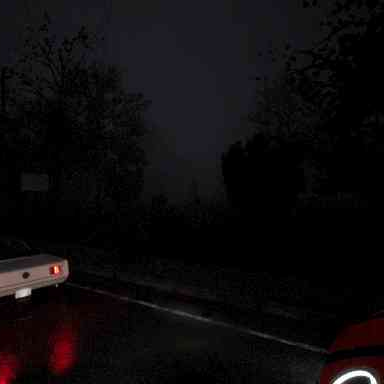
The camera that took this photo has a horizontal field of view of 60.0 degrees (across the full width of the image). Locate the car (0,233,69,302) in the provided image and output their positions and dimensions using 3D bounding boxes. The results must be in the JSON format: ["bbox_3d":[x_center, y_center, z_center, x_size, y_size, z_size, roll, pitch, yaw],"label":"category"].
[{"bbox_3d":[-4.960,1.601,7.515,4.718,1.301,1.895,0,0,35],"label":"car"}]

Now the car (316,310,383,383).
[{"bbox_3d":[3.066,1.352,1.842,4.553,1.767,2.097,0,0,35],"label":"car"}]
